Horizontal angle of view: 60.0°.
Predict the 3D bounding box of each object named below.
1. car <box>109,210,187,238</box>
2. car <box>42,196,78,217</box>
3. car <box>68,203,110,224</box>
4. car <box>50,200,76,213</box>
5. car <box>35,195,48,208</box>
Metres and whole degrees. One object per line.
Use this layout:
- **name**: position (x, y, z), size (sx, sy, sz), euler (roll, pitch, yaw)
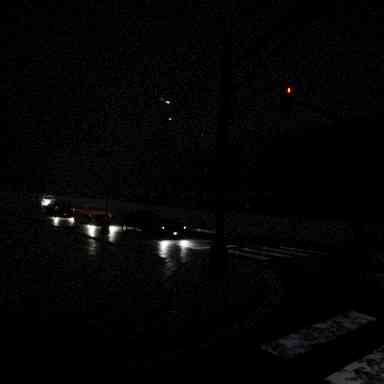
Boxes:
- **car**: position (-2.490, 1.761, 19.229), size (2.033, 1.411, 5.357), euler (4, -3, -38)
- **car**: position (-14.069, 1.679, 35.433), size (2.097, 1.767, 4.553), euler (4, -2, -35)
- **car**: position (-8.214, 1.769, 27.259), size (1.882, 1.535, 5.008), euler (4, -3, -36)
- **car**: position (-17.719, 1.940, 45.452), size (2.128, 1.511, 4.902), euler (4, -2, -35)
- **car**: position (-23.593, 1.549, 53.582), size (2.150, 2.045, 5.566), euler (4, -1, -36)
